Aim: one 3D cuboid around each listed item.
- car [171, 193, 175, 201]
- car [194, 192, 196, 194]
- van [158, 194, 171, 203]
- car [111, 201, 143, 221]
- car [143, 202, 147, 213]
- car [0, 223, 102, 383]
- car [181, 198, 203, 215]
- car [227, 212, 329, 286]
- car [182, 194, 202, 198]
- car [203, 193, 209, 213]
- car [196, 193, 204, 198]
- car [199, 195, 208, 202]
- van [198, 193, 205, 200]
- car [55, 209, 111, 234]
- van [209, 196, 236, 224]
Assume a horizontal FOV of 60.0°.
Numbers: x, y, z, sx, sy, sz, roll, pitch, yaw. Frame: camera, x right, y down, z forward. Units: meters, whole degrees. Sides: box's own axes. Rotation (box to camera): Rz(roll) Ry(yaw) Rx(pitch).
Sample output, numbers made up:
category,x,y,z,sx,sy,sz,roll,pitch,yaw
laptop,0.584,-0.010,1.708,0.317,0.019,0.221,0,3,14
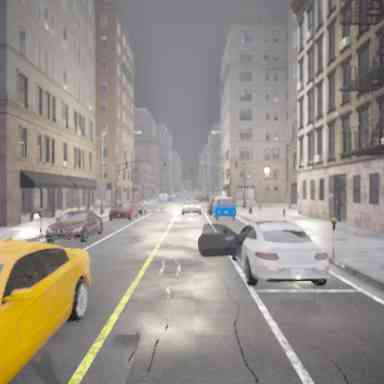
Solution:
category,x,y,z,sx,sy,sz,roll,pitch,yaw
car,-5.575,1.411,75.175,1.947,1.339,4.313,0,0,0
car,2.478,1.124,91.414,2.192,1.841,5.009,0,0,0
van,-5.554,1.210,64.363,1.690,1.788,3.998,0,0,0
car,-5.449,1.494,26.889,1.887,1.381,4.507,0,0,0
car,-5.461,1.504,32.399,1.947,1.339,4.313,0,0,0
car,-2.848,1.469,4.383,1.882,1.535,5.008,0,0,0
car,-0.025,1.538,32.654,1.895,1.301,4.718,0,0,0
car,2.207,1.509,9.233,1.812,1.442,4.674,0,0,0
car,-0.078,1.393,46.194,2.128,1.511,4.902,0,0,0
car,2.564,1.252,32.417,2.192,1.841,5.009,0,0,0
car,2.547,1.172,69.788,2.192,1.841,5.009,0,0,0
car,2.530,1.396,75.195,2.008,1.369,4.403,0,0,0
van,2.495,1.162,86.007,1.690,1.788,3.998,0,0,0
car,-5.424,1.552,15.866,1.802,1.307,4.206,0,0,0
van,2.576,1.290,26.906,1.690,1.788,3.998,0,0,0
